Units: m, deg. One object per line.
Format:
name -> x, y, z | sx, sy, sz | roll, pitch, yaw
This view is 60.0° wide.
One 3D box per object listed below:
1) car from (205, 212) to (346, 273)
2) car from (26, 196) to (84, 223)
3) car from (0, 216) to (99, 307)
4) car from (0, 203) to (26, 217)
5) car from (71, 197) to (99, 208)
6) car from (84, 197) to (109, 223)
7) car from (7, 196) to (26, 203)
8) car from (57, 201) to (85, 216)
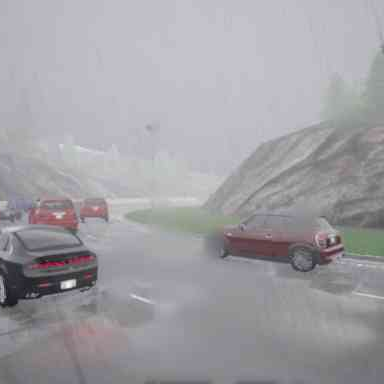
car -> 2.634, 1.464, 11.371 | 4.553, 1.767, 2.097 | 0, -1, 42
car -> -8.139, 1.379, 19.333 | 2.150, 2.045, 5.566 | 0, 0, -30
car -> -4.109, 1.572, 8.261 | 1.837, 1.490, 4.892 | 0, 0, -44
car -> -15.311, 1.813, 27.401 | 1.895, 1.301, 4.718 | 0, -1, -17
car -> -18.479, 1.832, 57.806 | 2.097, 1.767, 4.553 | 0, -1, 23
car -> -8.408, 1.461, 28.516 | 2.150, 2.045, 5.566 | 0, 0, -19
car -> -21.077, 1.553, 42.118 | 2.150, 2.045, 5.566 | 0, 0, 2
car -> -13.707, 1.817, 38.055 | 1.837, 1.490, 4.892 | 0, 0, -5
